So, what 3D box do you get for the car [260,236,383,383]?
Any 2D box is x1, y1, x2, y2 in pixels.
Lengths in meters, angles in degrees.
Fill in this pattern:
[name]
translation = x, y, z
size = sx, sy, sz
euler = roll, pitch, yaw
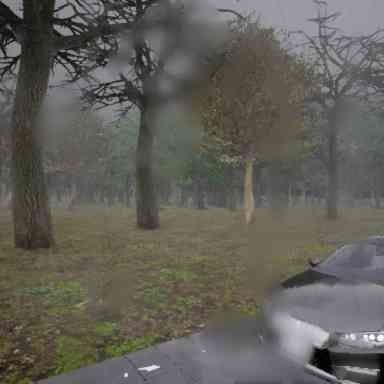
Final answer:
[car]
translation = 3.163, 1.497, 5.192
size = 4.902, 1.511, 2.128
euler = 0, 0, -35
